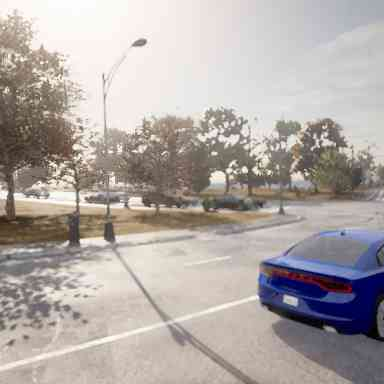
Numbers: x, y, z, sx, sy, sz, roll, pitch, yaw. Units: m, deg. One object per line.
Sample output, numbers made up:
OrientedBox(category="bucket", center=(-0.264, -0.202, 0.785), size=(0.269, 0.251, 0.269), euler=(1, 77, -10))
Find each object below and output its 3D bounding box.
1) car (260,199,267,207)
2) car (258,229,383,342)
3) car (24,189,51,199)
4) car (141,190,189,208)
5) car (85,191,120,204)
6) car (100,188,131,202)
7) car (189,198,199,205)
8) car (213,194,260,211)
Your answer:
OrientedBox(category="car", center=(6.075, 1.098, 37.699), size=(4.718, 1.301, 1.895), euler=(0, 2, 33))
OrientedBox(category="car", center=(3.436, 1.495, 6.666), size=(5.008, 1.535, 1.882), euler=(-1, 0, -39))
OrientedBox(category="car", center=(-25.490, 0.233, 54.670), size=(5.357, 1.411, 2.033), euler=(2, 3, 33))
OrientedBox(category="car", center=(-3.570, 0.794, 39.917), size=(5.566, 2.045, 2.150), euler=(1, 3, 34))
OrientedBox(category="car", center=(-12.603, 0.933, 45.974), size=(4.718, 1.301, 1.895), euler=(2, 3, 34))
OrientedBox(category="car", center=(-11.546, 0.395, 49.459), size=(5.566, 2.045, 2.150), euler=(2, 3, 34))
OrientedBox(category="car", center=(-1.487, 1.050, 42.746), size=(4.718, 1.301, 1.895), euler=(1, 3, 34))
OrientedBox(category="car", center=(4.284, 0.975, 34.670), size=(4.553, 1.767, 2.097), euler=(0, 2, 34))
